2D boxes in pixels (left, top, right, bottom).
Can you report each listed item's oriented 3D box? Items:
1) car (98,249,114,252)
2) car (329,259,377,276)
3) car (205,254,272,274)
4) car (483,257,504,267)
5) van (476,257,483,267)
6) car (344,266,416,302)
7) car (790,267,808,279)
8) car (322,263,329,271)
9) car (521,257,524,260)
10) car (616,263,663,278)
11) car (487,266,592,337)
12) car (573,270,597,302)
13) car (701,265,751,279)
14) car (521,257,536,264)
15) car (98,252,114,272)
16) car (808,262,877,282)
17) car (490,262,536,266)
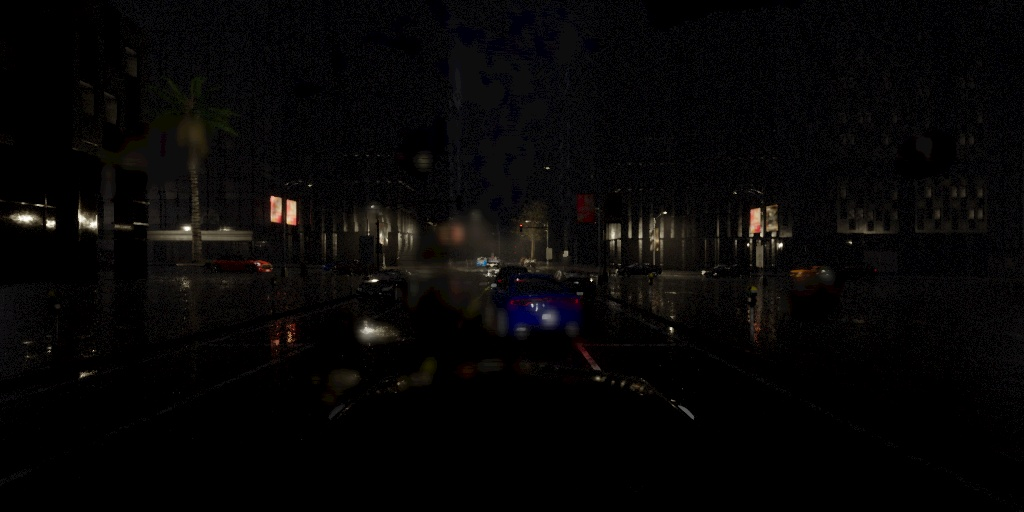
[{"bbox_3d":[-40.663,0.290,35.707,5.566,2.045,2.150,1,0,1],"label":"car"},{"bbox_3d":[-13.615,1.094,32.123,4.181,1.385,1.994,1,0,4],"label":"car"},{"bbox_3d":[-24.287,0.694,32.375,4.553,1.767,2.097,1,0,0],"label":"car"},{"bbox_3d":[-2.874,1.258,56.181,2.128,1.511,4.902,0,0,2],"label":"car"},{"bbox_3d":[-5.484,1.112,64.586,1.690,1.789,3.998,0,0,1],"label":"van"},{"bbox_3d":[-5.753,1.302,16.818,2.007,1.370,4.403,0,0,0],"label":"car"},{"bbox_3d":[35.541,1.936,42.083,5.008,1.535,1.882,1,0,0],"label":"car"},{"bbox_3d":[-15.850,1.046,35.631,5.357,1.411,2.033,1,0,-1],"label":"car"},{"bbox_3d":[3.042,1.297,64.675,1.751,1.417,4.829,0,0,1],"label":"car"},{"bbox_3d":[13.768,1.532,38.913,4.902,1.511,2.128,1,0,-1],"label":"car"},{"bbox_3d":[0.473,1.228,10.480,1.882,1.535,5.008,0,0,-8],"label":"car"},{"bbox_3d":[2.772,1.302,16.810,2.007,1.370,4.403,0,0,0],"label":"car"},{"bbox_3d":[23.187,1.708,38.892,4.902,1.511,2.128,1,0,0],"label":"car"},{"bbox_3d":[2.987,1.319,58.993,2.007,1.370,4.403,0,0,1],"label":"car"},{"bbox_3d":[-37.109,0.647,32.433,4.674,1.442,1.812,1,0,0],"label":"car"},{"bbox_3d":[36.066,1.680,38.833,5.566,2.045,2.150,1,0,0],"label":"car"},{"bbox_3d":[0.077,1.257,18.019,1.837,1.490,4.892,0,0,0],"label":"car"}]
